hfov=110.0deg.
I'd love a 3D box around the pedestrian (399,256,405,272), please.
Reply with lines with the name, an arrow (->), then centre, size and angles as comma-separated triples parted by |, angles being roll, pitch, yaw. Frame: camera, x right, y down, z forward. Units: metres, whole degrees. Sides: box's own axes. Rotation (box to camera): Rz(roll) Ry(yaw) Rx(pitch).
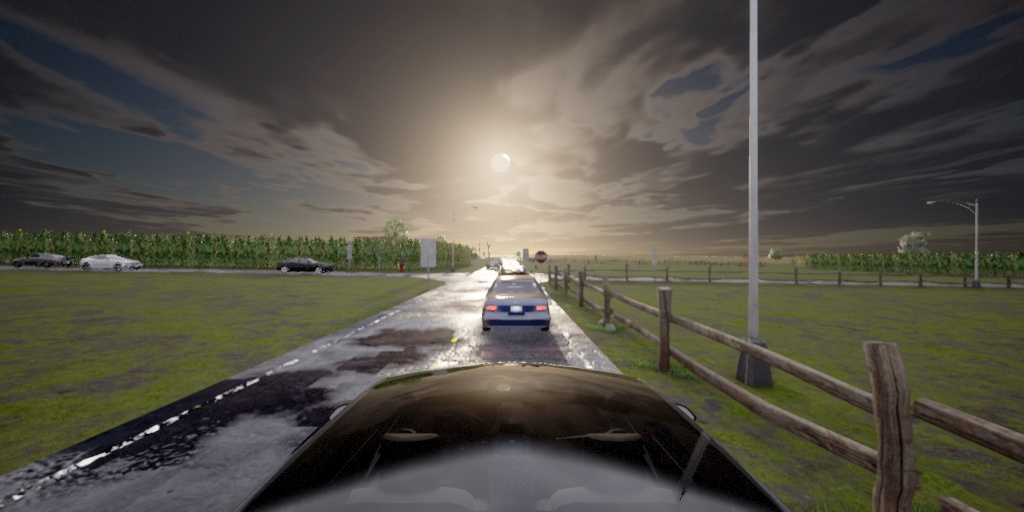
pedestrian -> -12.178, 0.864, 39.497 | 0.375, 1.860, 0.375 | 0, -1, 0

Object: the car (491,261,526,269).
car -> 0.064, 1.231, 20.734 | 2.128, 1.511, 4.902 | 0, 0, -1

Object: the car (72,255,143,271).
car -> -37.374, 0.608, 33.451 | 4.674, 1.442, 1.812 | 1, 0, 0

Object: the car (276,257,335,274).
car -> -19.175, 0.881, 33.499 | 5.008, 1.535, 1.882 | 1, 0, 0

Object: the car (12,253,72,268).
car -> -47.379, 0.458, 36.305 | 4.674, 1.442, 1.812 | 1, 0, 0

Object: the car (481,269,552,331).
car -> 0.097, 1.292, 10.960 | 2.033, 1.411, 5.357 | 0, 0, 0

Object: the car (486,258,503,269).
car -> -2.843, 1.212, 54.448 | 2.128, 1.511, 4.902 | 0, 0, 0
